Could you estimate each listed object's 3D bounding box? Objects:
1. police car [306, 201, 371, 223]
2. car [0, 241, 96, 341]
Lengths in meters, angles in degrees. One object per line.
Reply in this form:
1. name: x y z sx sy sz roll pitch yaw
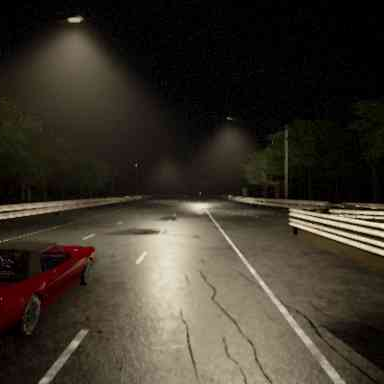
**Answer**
1. police car: 10.206 1.484 23.923 1.930 1.638 5.238 0 0 -21
2. car: -3.401 1.625 6.557 1.895 1.301 4.718 0 0 0
